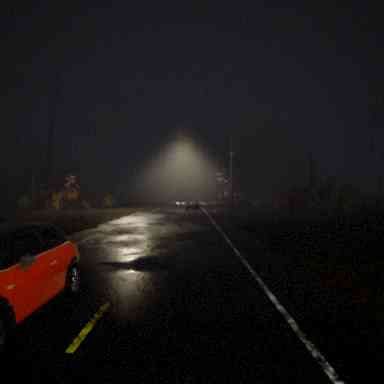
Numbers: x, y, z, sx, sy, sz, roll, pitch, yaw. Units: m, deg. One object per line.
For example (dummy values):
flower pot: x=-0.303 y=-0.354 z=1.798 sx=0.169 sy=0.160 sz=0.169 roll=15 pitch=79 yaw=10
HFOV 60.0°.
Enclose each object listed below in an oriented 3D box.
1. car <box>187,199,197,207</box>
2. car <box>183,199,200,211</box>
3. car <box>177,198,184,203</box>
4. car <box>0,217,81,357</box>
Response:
car: x=0.002 y=1.962 z=60.857 sx=1.812 sy=1.442 sz=4.674 roll=0 pitch=0 yaw=0
car: x=0.101 y=1.906 z=47.752 sx=1.994 sy=1.385 sz=4.181 roll=0 pitch=0 yaw=0
car: x=-3.115 y=2.259 z=92.461 sx=1.895 sy=1.301 sz=4.718 roll=0 pitch=0 yaw=2
car: x=-3.600 y=1.393 z=5.730 sx=2.097 sy=1.767 sz=4.553 roll=0 pitch=0 yaw=0
